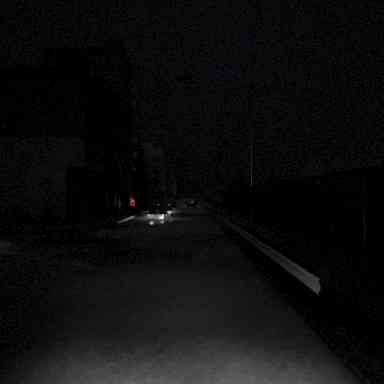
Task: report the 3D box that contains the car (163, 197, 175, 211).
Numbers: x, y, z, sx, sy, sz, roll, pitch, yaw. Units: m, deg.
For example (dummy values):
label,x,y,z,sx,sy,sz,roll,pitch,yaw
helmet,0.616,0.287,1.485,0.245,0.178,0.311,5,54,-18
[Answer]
label,x,y,z,sx,sy,sz,roll,pitch,yaw
car,-4.103,1.918,50.656,2.097,1.767,4.553,0,-1,0

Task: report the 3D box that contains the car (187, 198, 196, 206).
label,x,y,z,sx,sy,sz,roll,pitch,yaw
car,-0.027,2.114,71.931,1.882,1.535,5.008,0,-1,0

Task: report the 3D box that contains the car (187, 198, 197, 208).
label,x,y,z,sx,sy,sz,roll,pitch,yaw
car,-0.021,2.179,61.510,2.128,1.511,4.902,0,-1,0

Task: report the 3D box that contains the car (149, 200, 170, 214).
label,x,y,z,sx,sy,sz,roll,pitch,yaw
car,-4.108,2.022,40.924,1.994,1.385,4.181,0,-1,0
